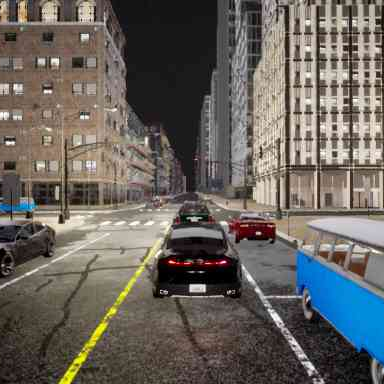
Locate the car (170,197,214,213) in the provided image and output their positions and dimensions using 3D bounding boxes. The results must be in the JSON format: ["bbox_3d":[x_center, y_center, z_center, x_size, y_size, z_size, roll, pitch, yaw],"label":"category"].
[{"bbox_3d":[0.082,1.352,17.566,2.097,1.767,4.553,0,0,-1],"label":"car"}]

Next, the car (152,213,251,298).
[{"bbox_3d":[0.107,1.506,8.473,1.837,1.490,4.892,0,0,0],"label":"car"}]

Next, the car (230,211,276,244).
[{"bbox_3d":[2.710,1.545,15.744,1.887,1.381,4.507,1,0,0],"label":"car"}]

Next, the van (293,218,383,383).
[{"bbox_3d":[2.704,1.342,4.591,1.690,1.788,3.998,1,0,0],"label":"van"}]

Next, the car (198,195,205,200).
[{"bbox_3d":[2.764,1.523,93.400,1.802,1.307,4.206,1,0,0],"label":"car"}]

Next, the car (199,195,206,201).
[{"bbox_3d":[2.761,1.473,87.918,1.752,1.417,4.829,1,0,0],"label":"car"}]

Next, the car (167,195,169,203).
[{"bbox_3d":[-5.640,1.561,59.498,1.802,1.307,4.206,1,0,0],"label":"car"}]

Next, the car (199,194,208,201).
[{"bbox_3d":[2.758,1.395,82.097,1.967,1.590,4.097,1,0,0],"label":"car"}]

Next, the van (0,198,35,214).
[{"bbox_3d":[-19.711,1.525,37.074,3.998,1.788,1.690,0,0,1],"label":"van"}]

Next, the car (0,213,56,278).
[{"bbox_3d":[-5.675,1.567,10.179,1.947,1.339,4.313,1,0,0],"label":"car"}]

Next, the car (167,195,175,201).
[{"bbox_3d":[-5.620,1.474,87.586,1.752,1.417,4.829,1,0,0],"label":"car"}]

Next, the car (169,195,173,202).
[{"bbox_3d":[-5.632,1.518,70.800,2.008,1.369,4.403,1,0,0],"label":"car"}]

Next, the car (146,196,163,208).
[{"bbox_3d":[-5.648,1.572,48.194,1.802,1.307,4.206,1,0,0],"label":"car"}]

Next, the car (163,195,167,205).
[{"bbox_3d":[-5.642,1.425,53.847,1.967,1.590,4.097,1,0,0],"label":"car"}]

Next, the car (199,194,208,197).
[{"bbox_3d":[2.741,1.530,59.491,2.008,1.369,4.403,1,0,0],"label":"car"}]
